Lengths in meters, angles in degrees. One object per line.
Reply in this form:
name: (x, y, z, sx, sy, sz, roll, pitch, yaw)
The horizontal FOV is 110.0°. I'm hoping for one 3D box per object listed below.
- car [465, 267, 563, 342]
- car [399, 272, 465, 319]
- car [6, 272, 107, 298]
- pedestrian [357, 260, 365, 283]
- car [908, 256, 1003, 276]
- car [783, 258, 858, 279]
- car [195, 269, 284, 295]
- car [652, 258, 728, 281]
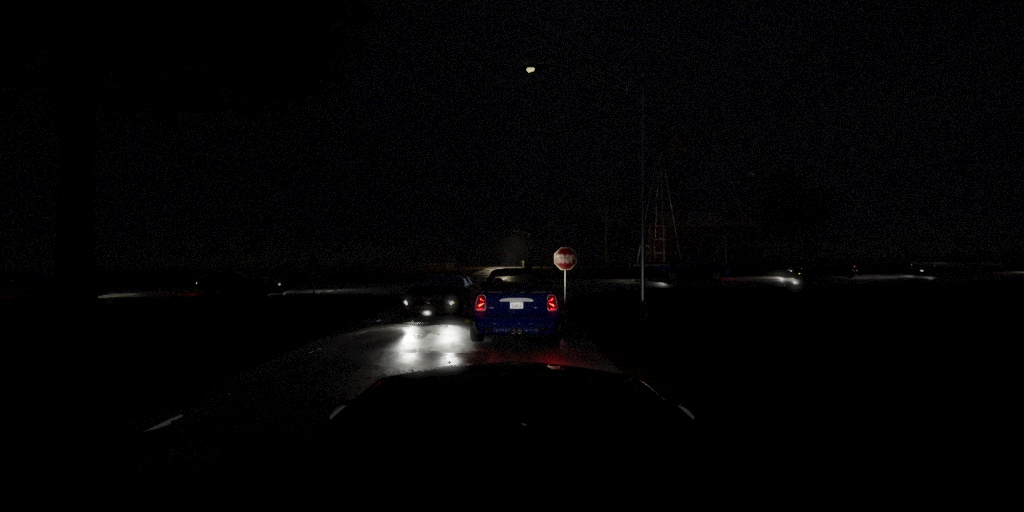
car: (0.103, 1.104, 9.979, 2.097, 1.767, 4.553, 0, 0, 0)
car: (-2.370, 1.302, 13.211, 2.033, 1.411, 5.357, 0, 0, 2)
car: (-29.023, 1.787, 22.946, 5.008, 1.535, 1.882, -1, 1, 1)
pedestrian: (-12.145, 1.215, 28.819, 0.375, 1.860, 0.375, 0, 2, 0)
car: (31.437, 0.692, 25.551, 4.718, 1.301, 1.895, -1, 1, 1)
car: (21.937, 0.849, 25.603, 4.181, 1.385, 1.994, -1, 1, 1)
car: (-17.288, 1.586, 22.878, 4.902, 1.511, 2.128, -1, 1, 0)
car: (12.660, 0.948, 25.653, 5.008, 1.535, 1.882, -1, 1, 0)
